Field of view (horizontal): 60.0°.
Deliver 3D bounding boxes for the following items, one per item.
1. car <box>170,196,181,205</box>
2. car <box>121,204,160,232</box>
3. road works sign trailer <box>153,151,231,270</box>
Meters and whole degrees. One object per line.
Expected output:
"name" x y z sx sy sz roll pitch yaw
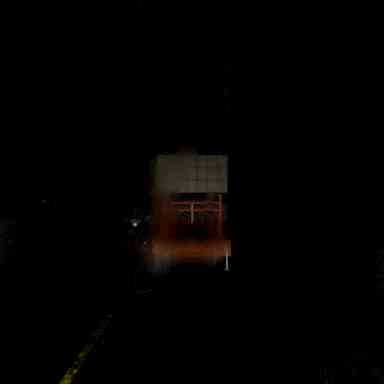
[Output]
"car" -2.947 1.566 61.072 1.837 1.490 4.892 0 0 0
"car" -3.084 1.496 20.461 2.128 1.511 4.902 0 0 0
"road works sign trailer" 0.008 0.465 10.955 2.380 3.560 2.880 0 0 0
